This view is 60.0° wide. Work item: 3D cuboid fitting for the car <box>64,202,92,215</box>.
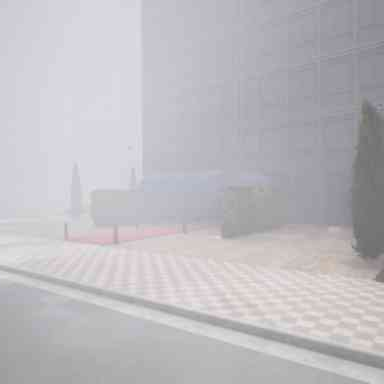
[{"bbox_3d":[-12.814,1.913,39.092,1.994,1.385,4.181,-1,0,36],"label":"car"}]
